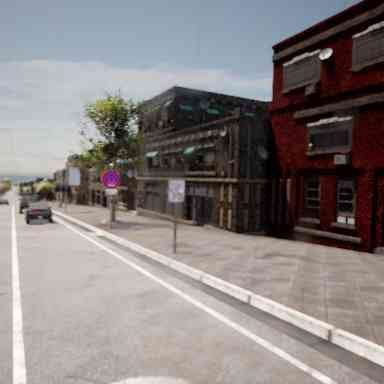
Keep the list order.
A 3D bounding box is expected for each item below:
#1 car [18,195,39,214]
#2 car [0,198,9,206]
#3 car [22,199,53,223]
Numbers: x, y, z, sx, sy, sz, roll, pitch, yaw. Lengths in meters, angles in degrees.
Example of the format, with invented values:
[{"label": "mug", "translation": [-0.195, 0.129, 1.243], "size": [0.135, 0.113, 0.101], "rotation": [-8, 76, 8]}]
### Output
[{"label": "car", "translation": [-18.515, 1.349, 38.065], "size": [2.150, 2.045, 5.566], "rotation": [0, 0, -26]}, {"label": "car", "translation": [-33.741, 1.749, 59.309], "size": [1.994, 1.385, 4.181], "rotation": [0, -1, -28]}, {"label": "car", "translation": [-12.249, 1.596, 26.483], "size": [1.837, 1.490, 4.892], "rotation": [0, 0, -28]}]
